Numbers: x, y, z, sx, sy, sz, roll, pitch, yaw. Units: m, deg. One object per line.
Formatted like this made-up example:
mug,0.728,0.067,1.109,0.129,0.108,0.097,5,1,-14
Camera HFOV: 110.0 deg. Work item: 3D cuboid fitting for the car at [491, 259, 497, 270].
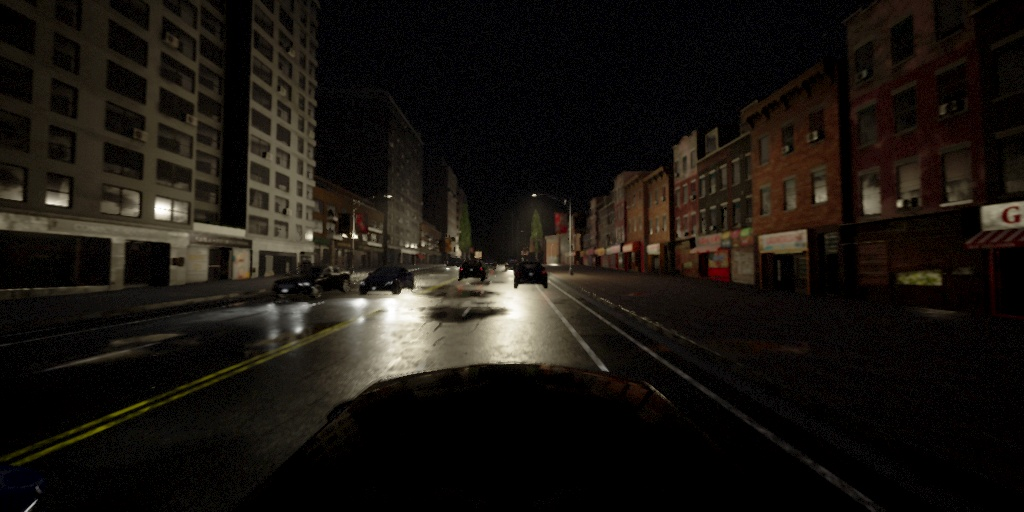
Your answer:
car,-3.156,1.193,50.960,2.128,1.511,4.902,0,0,0

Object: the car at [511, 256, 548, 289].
car,1.134,1.092,23.415,2.097,1.767,4.553,0,0,0

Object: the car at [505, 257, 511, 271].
car,0.038,1.198,46.652,2.128,1.511,4.902,0,0,1

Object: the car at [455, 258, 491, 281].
car,-3.153,1.084,30.055,2.097,1.767,4.553,0,0,0

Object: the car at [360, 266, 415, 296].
car,-6.601,1.270,19.461,1.812,1.442,4.674,0,0,0

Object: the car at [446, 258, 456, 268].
car,-9.799,1.069,60.766,2.097,1.767,4.553,0,0,1

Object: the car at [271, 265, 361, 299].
car,-9.851,1.236,18.013,2.128,1.511,4.902,0,0,0
